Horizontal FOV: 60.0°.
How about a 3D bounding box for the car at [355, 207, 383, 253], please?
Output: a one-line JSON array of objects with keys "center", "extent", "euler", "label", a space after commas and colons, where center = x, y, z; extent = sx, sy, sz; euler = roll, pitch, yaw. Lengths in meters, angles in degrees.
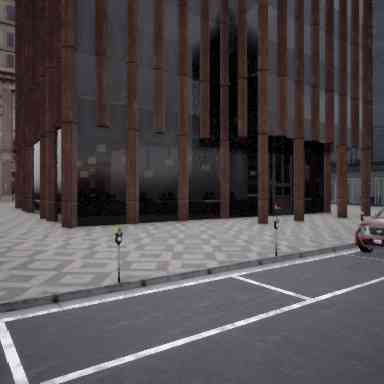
[{"center": [8.216, 1.315, 12.510], "extent": [5.009, 1.841, 2.192], "euler": [0, 0, -36], "label": "car"}]
